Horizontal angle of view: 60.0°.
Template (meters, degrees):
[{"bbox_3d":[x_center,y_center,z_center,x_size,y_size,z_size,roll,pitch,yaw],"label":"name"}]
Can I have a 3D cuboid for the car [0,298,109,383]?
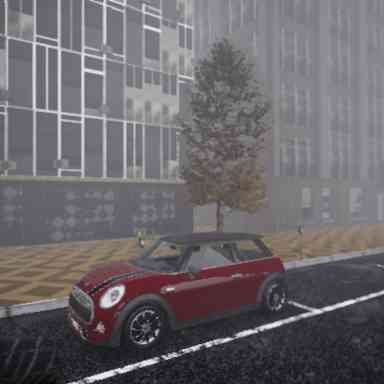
[{"bbox_3d":[-2.993,1.509,1.133,4.892,1.490,1.837,1,-1,-33],"label":"car"}]

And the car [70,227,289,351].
[{"bbox_3d":[-0.142,1.530,6.248,4.097,1.590,1.967,1,-2,-33],"label":"car"}]
